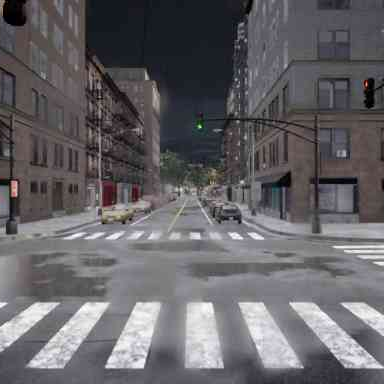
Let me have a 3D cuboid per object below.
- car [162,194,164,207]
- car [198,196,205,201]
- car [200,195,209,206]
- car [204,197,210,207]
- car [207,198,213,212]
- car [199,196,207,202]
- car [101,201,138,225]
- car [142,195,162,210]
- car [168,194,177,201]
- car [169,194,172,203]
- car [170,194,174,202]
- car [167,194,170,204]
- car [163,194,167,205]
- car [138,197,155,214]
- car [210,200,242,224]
[{"bbox_3d":[-5.399,1.461,46.587,1.967,1.590,4.097,0,0,0],"label":"car"},{"bbox_3d":[2.656,1.629,90.441,1.802,1.307,4.206,0,0,0],"label":"car"},{"bbox_3d":[2.648,1.575,52.066,2.008,1.369,4.403,0,0,0],"label":"car"},{"bbox_3d":[2.644,1.566,35.621,2.008,1.369,4.403,0,0,0],"label":"car"},{"bbox_3d":[2.643,1.557,30.139,1.887,1.381,4.507,0,0,0],"label":"car"},{"bbox_3d":[2.654,1.584,79.477,1.887,1.381,4.507,0,0,0],"label":"car"},{"bbox_3d":[-5.411,1.535,24.489,1.752,1.417,4.829,0,0,0],"label":"car"},{"bbox_3d":[-5.402,1.333,41.105,2.192,1.841,5.009,0,0,0],"label":"car"},{"bbox_3d":[-5.373,1.362,90.443,2.192,1.841,5.009,0,0,0],"label":"car"},{"bbox_3d":[-5.389,1.596,63.033,1.947,1.339,4.313,0,0,0],"label":"car"},{"bbox_3d":[-5.386,1.348,68.515,2.192,1.841,5.009,0,0,0],"label":"car"},{"bbox_3d":[-5.392,1.578,57.551,2.008,1.369,4.403,0,0,0],"label":"car"},{"bbox_3d":[-5.396,1.464,52.069,1.967,1.590,4.097,0,0,0],"label":"car"},{"bbox_3d":[-5.405,1.541,35.452,1.752,1.417,4.829,0,0,0],"label":"car"},{"bbox_3d":[2.642,1.561,24.657,2.008,1.369,4.403,0,0,0],"label":"car"}]
